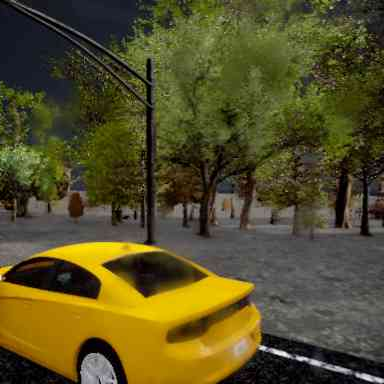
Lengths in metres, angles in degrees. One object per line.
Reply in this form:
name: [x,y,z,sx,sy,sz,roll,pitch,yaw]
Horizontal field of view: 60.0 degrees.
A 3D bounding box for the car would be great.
car: [-1.527,1.481,4.809,5.008,1.535,1.882,-2,-2,35]
